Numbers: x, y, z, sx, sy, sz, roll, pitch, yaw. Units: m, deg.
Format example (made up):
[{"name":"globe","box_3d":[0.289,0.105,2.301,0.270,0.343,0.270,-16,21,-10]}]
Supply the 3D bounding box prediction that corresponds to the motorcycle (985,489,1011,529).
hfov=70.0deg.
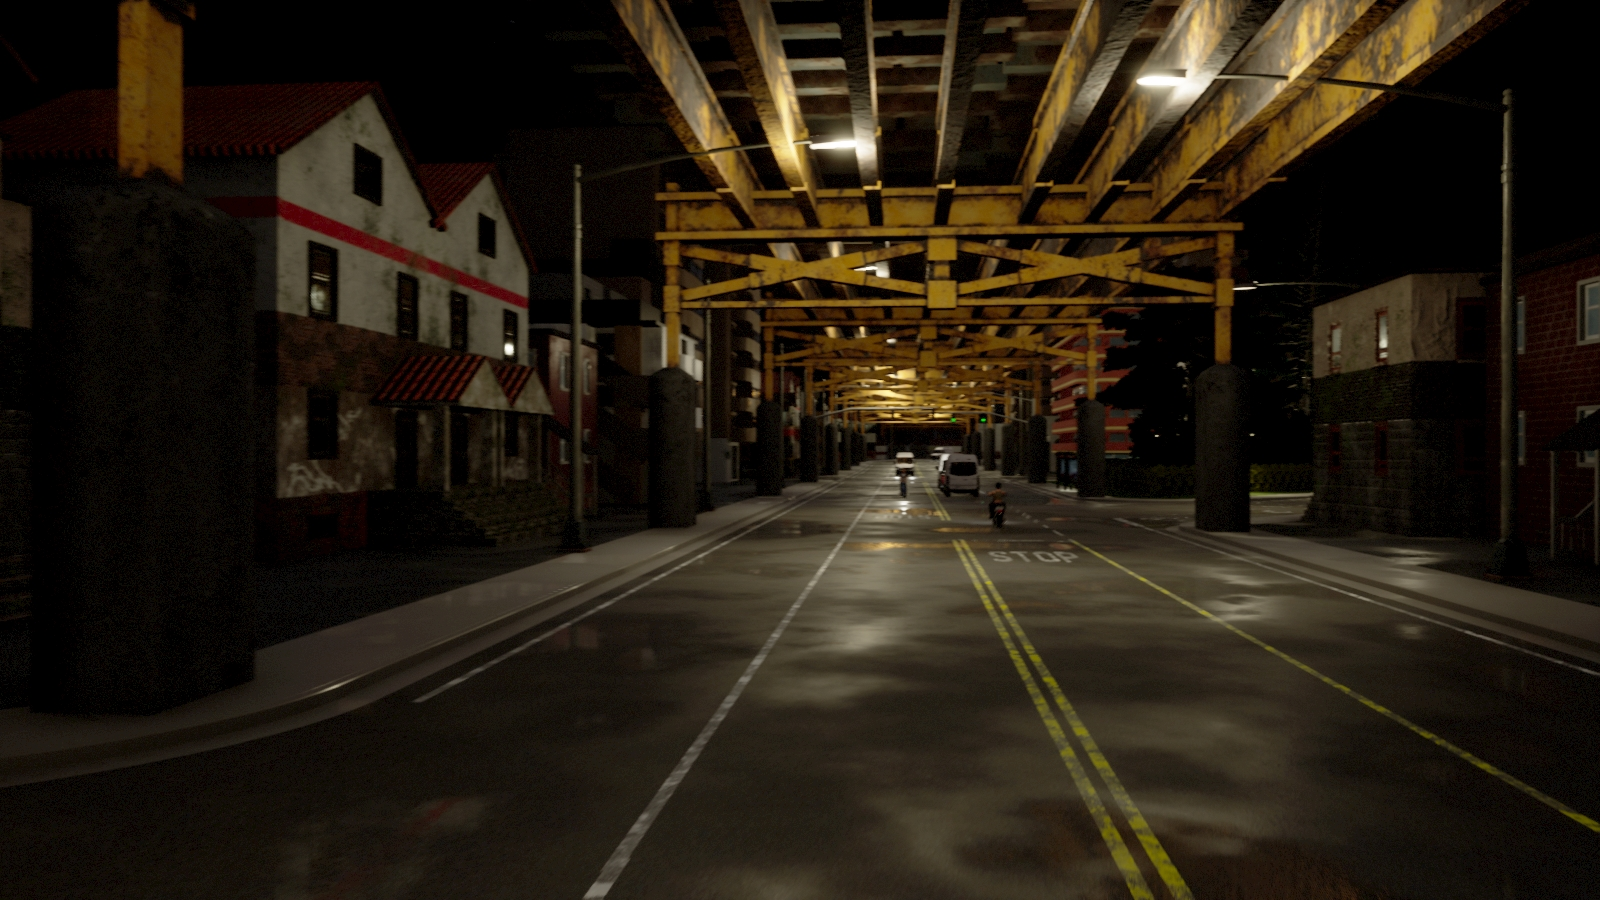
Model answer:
[{"name":"motorcycle","box_3d":[7.279,2.153,42.161,0.764,1.332,2.356,0,0,5]}]
